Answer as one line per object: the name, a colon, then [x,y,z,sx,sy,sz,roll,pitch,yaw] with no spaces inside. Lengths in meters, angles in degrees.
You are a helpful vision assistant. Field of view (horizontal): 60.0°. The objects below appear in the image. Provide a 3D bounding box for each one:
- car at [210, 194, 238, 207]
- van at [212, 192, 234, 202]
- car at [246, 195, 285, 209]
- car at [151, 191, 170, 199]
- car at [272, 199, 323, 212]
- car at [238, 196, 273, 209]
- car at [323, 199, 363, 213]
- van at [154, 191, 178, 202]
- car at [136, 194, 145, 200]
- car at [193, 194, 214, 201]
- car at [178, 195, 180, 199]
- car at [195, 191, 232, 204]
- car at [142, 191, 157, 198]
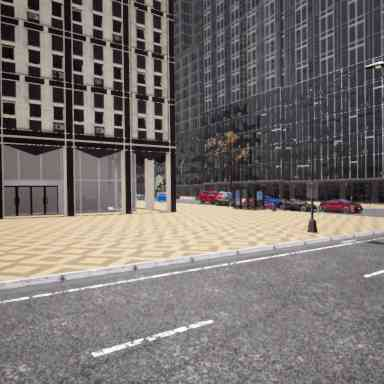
car: [4.817,1.318,44.820,1.947,1.339,4.313,-1,1,-34]
van: [5.393,0.854,58.957,1.690,1.788,3.998,-1,1,-34]
car: [9.349,1.226,42.848,1.882,1.535,5.008,-1,1,-34]
car: [-7.401,0.614,77.750,2.192,1.841,5.009,0,1,-34]
car: [11.152,1.423,35.380,1.947,1.339,4.313,-1,1,-34]
car: [7.967,1.387,40.090,1.802,1.307,4.206,-1,1,-34]
car: [15.238,1.407,34.195,1.994,1.385,4.181,-1,1,-34]
van: [-4.733,0.937,58.941,1.690,1.788,3.998,0,1,-34]
car: [-11.130,1.039,68.340,2.008,1.369,4.403,0,1,-34]
car: [2.195,1.042,63.658,1.802,1.307,4.206,-1,1,-34]
car: [-4.202,0.935,73.055,1.802,1.307,4.206,0,1,-34]
car: [3.365,0.870,51.649,2.150,2.045,5.566,-1,2,-34]
car: [-10.599,0.685,82.449,1.967,1.590,4.097,0,1,-34]
